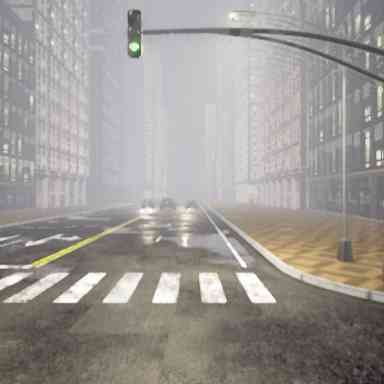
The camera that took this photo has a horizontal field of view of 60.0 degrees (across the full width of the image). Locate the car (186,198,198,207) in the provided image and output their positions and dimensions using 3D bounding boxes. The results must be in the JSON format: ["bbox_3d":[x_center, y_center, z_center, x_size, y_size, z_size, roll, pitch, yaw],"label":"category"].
[{"bbox_3d":[-0.020,1.825,56.523,1.994,1.385,4.181,0,0,0],"label":"car"}]

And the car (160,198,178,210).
[{"bbox_3d":[-3.267,1.550,46.075,2.097,1.767,4.553,0,0,0],"label":"car"}]

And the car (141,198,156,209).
[{"bbox_3d":[-6.518,1.714,50.272,2.128,1.511,4.902,0,0,0],"label":"car"}]

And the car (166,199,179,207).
[{"bbox_3d":[-3.270,1.859,56.135,1.895,1.301,4.718,0,0,0],"label":"car"}]

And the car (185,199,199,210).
[{"bbox_3d":[-0.017,1.801,46.551,1.895,1.301,4.718,0,0,0],"label":"car"}]
